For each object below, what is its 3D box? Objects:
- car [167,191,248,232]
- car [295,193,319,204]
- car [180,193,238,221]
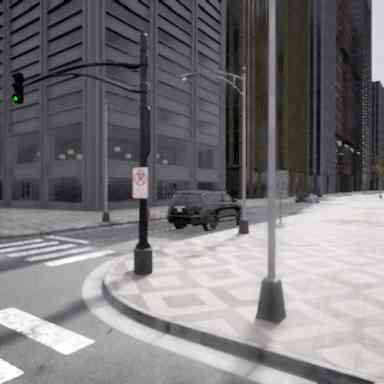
[{"bbox_3d":[1.003,0.933,18.254,2.150,2.045,5.566,0,1,37],"label":"car"},{"bbox_3d":[14.703,0.817,42.558,1.994,1.385,4.181,0,1,36],"label":"car"},{"bbox_3d":[1.339,0.971,24.101,2.097,1.767,4.553,0,1,36],"label":"car"}]
